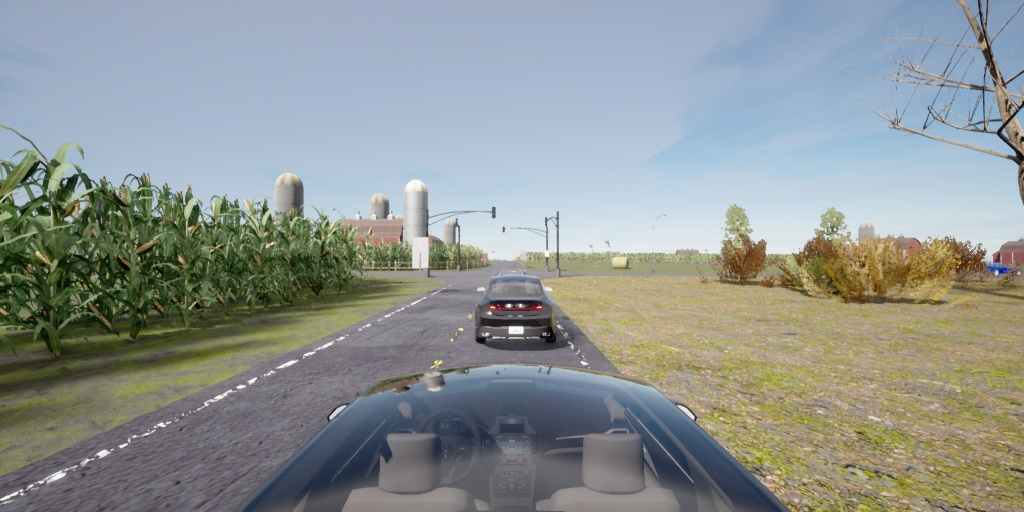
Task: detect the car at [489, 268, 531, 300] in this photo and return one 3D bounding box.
[{"bbox_3d":[0.033,1.360,18.838,1.895,1.301,4.718,0,0,4],"label":"car"}]

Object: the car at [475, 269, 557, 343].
[{"bbox_3d":[0.080,1.259,9.686,1.837,1.490,4.892,0,0,0],"label":"car"}]

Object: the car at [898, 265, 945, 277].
[{"bbox_3d":[48.561,1.768,42.548,4.181,1.385,1.994,1,-1,-5],"label":"car"}]

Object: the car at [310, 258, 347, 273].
[{"bbox_3d":[-19.826,0.931,37.674,4.553,1.767,2.097,0,-1,-3],"label":"car"}]
